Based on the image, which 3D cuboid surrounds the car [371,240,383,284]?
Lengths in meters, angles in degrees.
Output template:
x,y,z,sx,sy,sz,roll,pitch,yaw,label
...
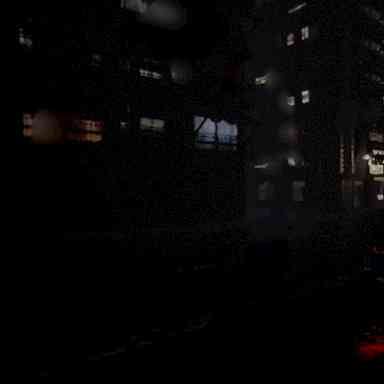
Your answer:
x,y,z,sx,sy,sz,roll,pitch,yaw,label
6.271,1.400,8.040,5.008,1.535,1.882,-1,0,-36,car
